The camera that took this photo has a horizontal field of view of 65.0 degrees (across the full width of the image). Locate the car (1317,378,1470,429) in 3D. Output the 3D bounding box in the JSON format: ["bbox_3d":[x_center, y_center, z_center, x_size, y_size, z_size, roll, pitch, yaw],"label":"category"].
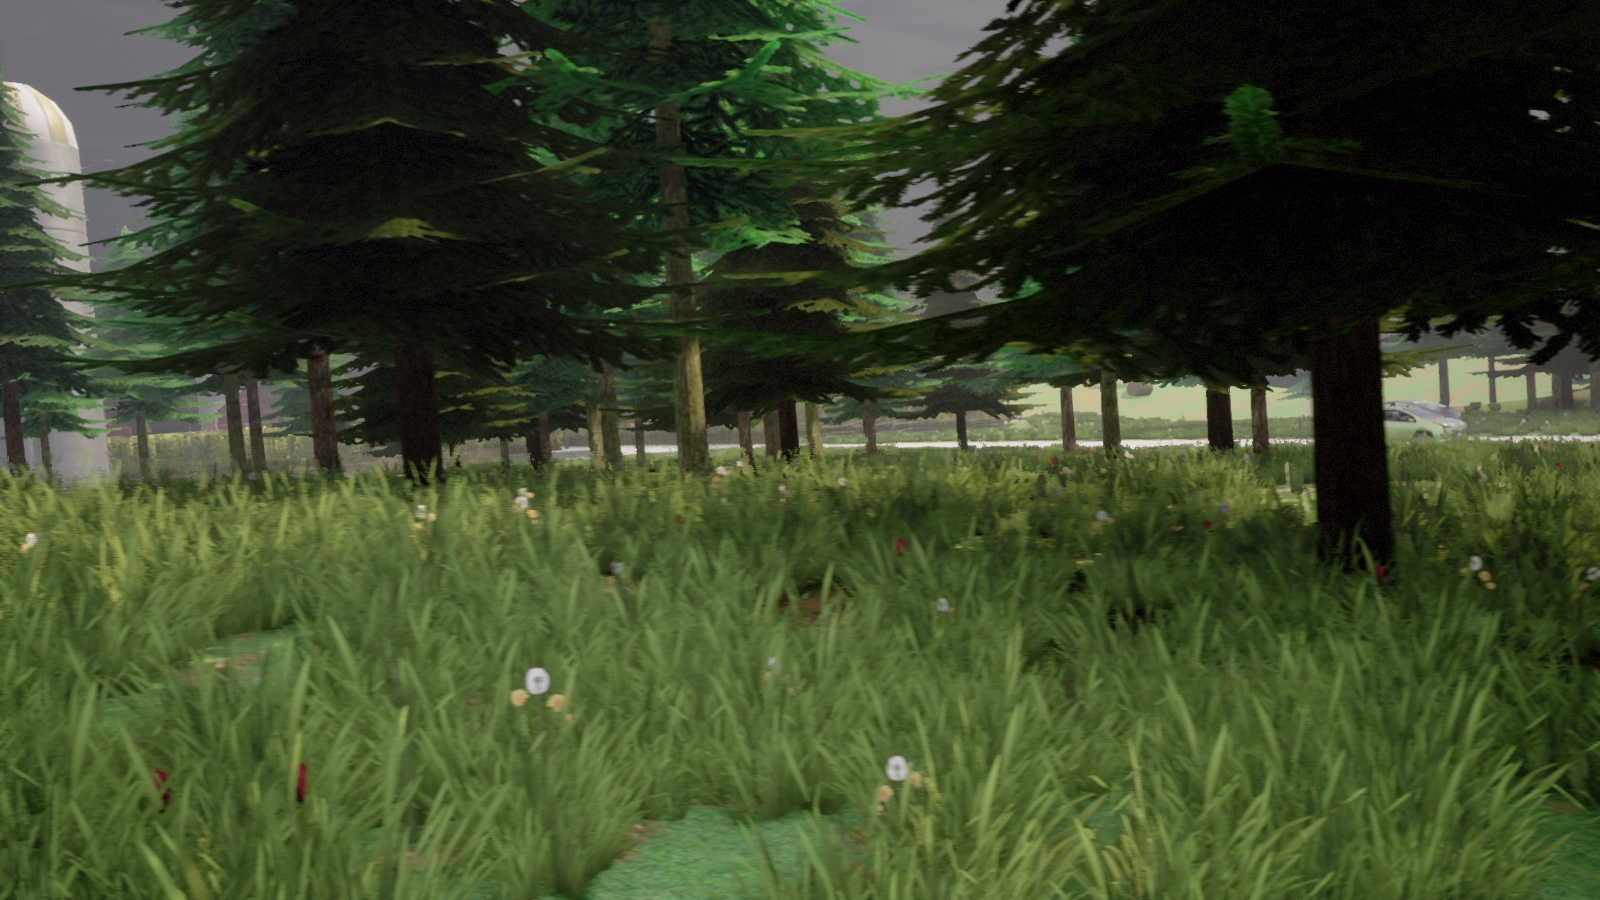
[{"bbox_3d":[23.589,-1.820,50.087,2.152,1.651,5.027,-7,3,-33],"label":"car"}]

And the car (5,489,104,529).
[{"bbox_3d":[-41.991,3.291,70.770,4.611,1.667,2.242,-7,3,-32],"label":"car"}]

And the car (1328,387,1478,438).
[{"bbox_3d":[22.212,-1.362,46.391,2.007,1.525,4.514,-7,3,-33],"label":"car"}]
